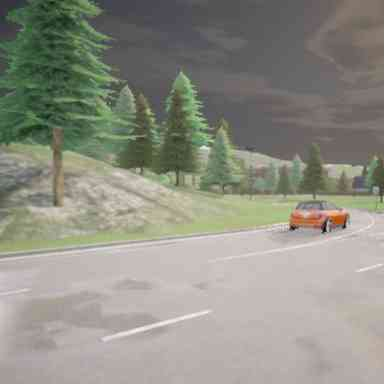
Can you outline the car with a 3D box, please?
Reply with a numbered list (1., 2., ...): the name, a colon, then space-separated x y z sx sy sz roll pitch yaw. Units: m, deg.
1. car: 7.496 1.297 19.371 2.097 1.767 4.553 0 0 42
